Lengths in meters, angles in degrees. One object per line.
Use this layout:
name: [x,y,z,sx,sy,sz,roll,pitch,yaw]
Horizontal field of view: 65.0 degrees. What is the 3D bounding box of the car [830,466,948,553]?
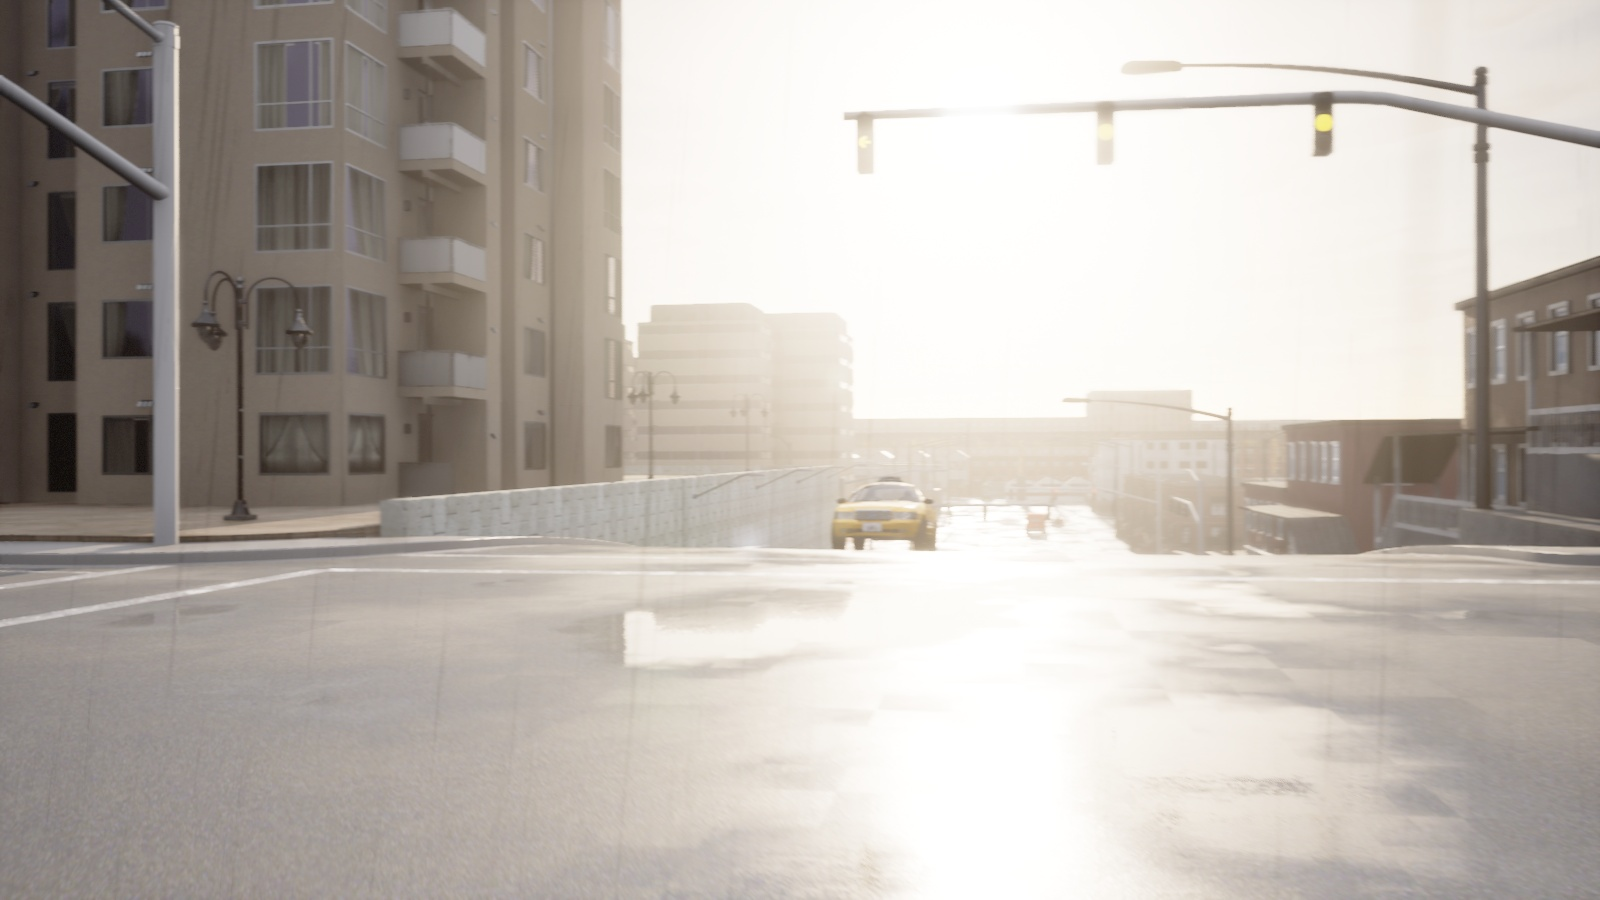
car: [1.944,1.311,25.818,1.801,1.575,5.366,0,-5,11]
